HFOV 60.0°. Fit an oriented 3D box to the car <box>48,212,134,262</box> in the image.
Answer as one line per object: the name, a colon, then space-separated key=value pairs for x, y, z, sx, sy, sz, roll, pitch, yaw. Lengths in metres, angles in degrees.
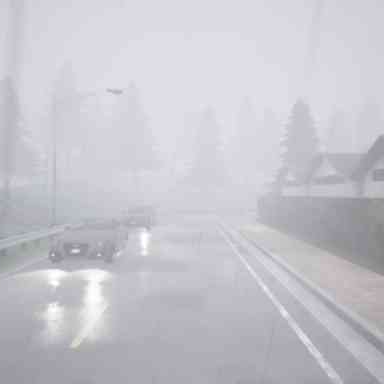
car: x=-3.592 y=1.644 z=12.241 sx=1.994 sy=1.385 sz=4.181 roll=0 pitch=0 yaw=0

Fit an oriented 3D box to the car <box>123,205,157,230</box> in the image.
car: x=-3.509 y=1.652 z=22.597 sx=1.837 sy=1.490 sz=4.892 roll=0 pitch=0 yaw=2
